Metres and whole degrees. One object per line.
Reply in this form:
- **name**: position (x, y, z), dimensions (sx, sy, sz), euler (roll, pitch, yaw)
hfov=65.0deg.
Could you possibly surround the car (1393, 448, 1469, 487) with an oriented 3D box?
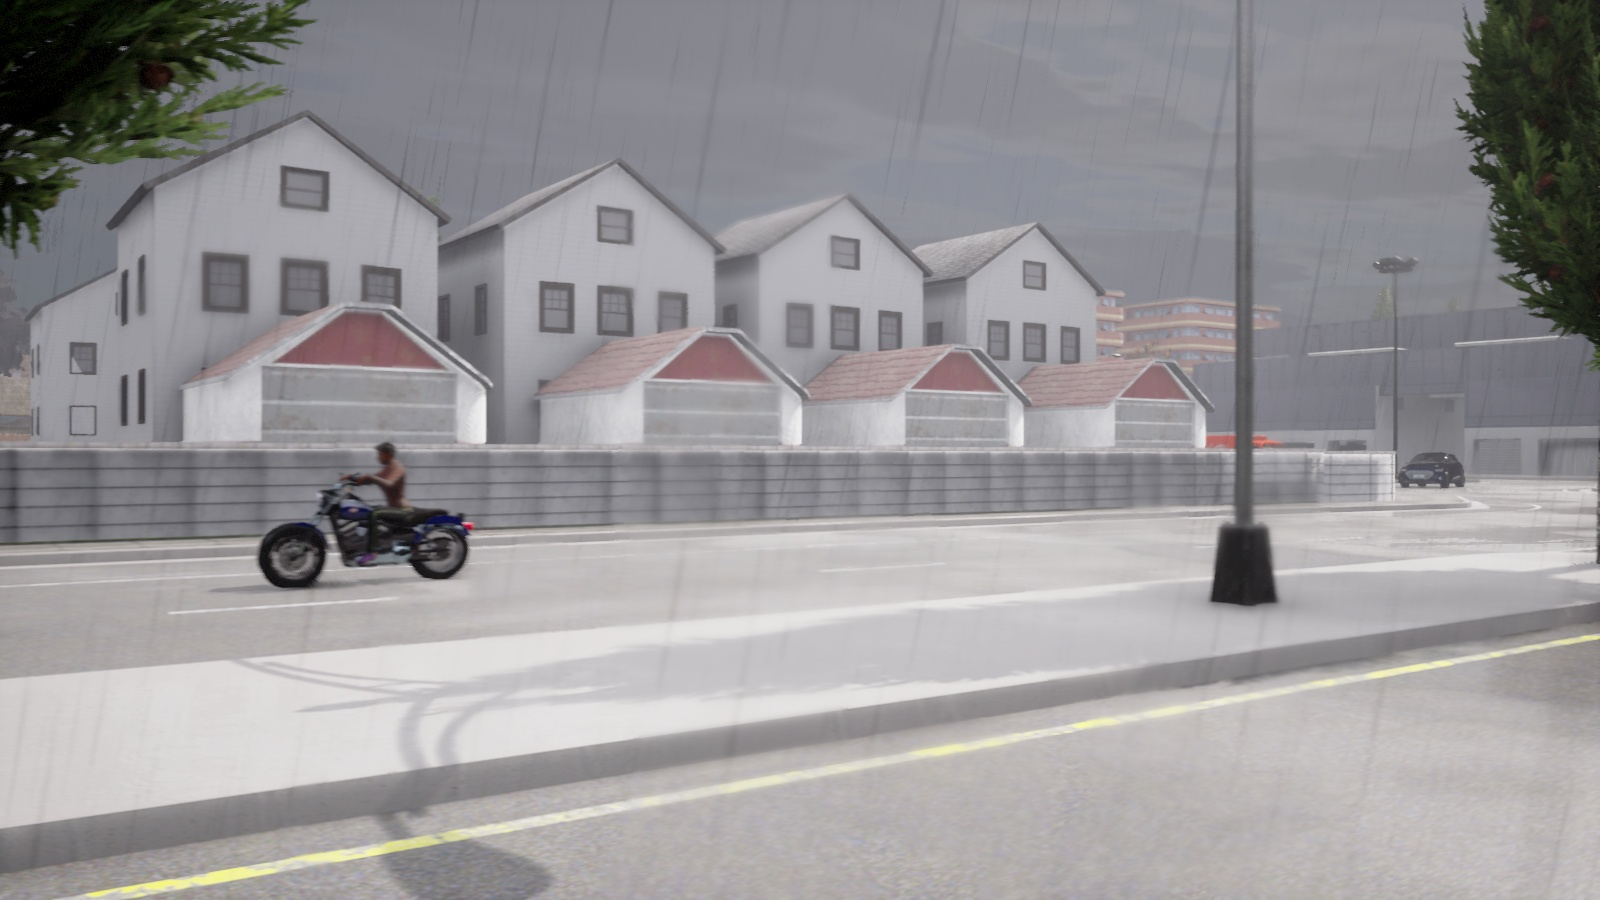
- **car**: position (28.413, 0.752, 56.461), dimensions (2.033, 1.649, 4.856), euler (-1, 0, 39)

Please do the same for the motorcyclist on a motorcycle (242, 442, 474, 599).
- **motorcyclist on a motorcycle**: position (-4.959, 0.740, 14.186), dimensions (2.350, 1.649, 0.766), euler (0, 0, -35)

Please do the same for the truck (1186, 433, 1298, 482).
- **truck**: position (22.955, 0.359, 65.468), dimensions (2.627, 2.467, 5.204), euler (0, 0, -24)
